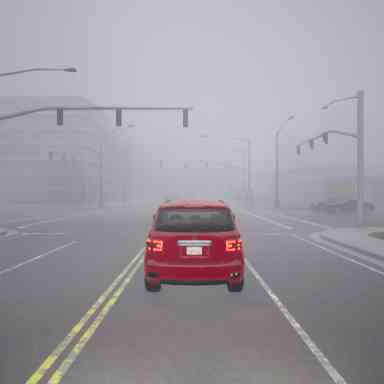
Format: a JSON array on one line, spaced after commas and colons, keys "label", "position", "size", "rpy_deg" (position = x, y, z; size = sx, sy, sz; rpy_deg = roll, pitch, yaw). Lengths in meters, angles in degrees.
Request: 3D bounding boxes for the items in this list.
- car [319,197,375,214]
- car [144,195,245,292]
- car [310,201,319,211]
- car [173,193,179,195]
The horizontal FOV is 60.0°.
[{"label": "car", "position": [16.550, 1.477, 35.102], "size": [5.008, 1.535, 1.882], "rpy_deg": [0, 0, 0]}, {"label": "car", "position": [0.056, 1.221, 9.064], "size": [2.150, 2.045, 5.566], "rpy_deg": [0, 0, 0]}, {"label": "car", "position": [16.090, 1.352, 38.609], "size": [4.553, 1.767, 2.097], "rpy_deg": [0, 0, 0]}, {"label": "car", "position": [-3.677, 1.352, 54.854], "size": [2.097, 1.767, 4.553], "rpy_deg": [0, 0, 0]}]
